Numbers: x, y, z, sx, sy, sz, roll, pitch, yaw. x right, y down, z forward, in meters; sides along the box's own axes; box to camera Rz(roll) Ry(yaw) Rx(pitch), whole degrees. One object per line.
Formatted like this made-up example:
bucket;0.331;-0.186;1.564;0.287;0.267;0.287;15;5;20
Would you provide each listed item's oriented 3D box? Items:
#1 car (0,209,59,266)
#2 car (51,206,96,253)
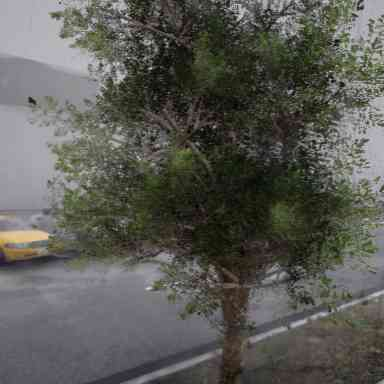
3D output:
car;-6.696;1.488;11.572;5.366;1.575;1.946;-1;-1;35
car;-4.427;1.242;13.433;5.566;2.045;2.435;-1;-1;35
